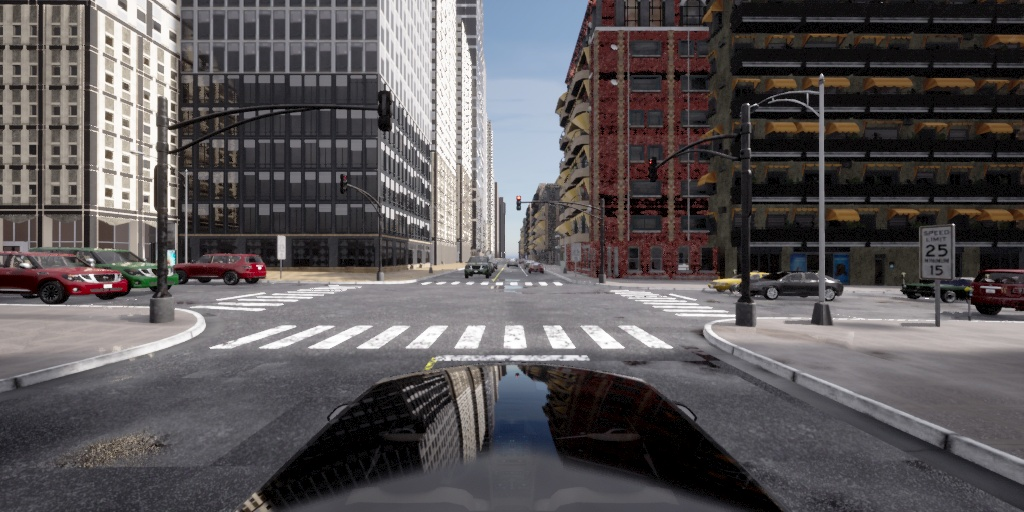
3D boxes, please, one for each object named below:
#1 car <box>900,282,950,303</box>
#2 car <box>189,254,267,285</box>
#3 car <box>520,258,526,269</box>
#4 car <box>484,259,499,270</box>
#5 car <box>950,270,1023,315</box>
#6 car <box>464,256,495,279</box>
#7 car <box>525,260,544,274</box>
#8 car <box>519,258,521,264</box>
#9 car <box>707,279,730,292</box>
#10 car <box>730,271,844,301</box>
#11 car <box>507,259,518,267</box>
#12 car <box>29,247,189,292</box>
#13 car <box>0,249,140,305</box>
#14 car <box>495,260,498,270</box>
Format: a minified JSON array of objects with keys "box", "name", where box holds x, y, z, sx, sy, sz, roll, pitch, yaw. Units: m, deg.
[{"box":[24.213,1.827,19.451,4.718,1.301,1.895,1,0,-1],"name":"car"},{"box":[-17.701,0.776,21.695,5.009,1.841,2.192,0,0,0],"name":"car"},{"box":[2.715,1.317,54.582,2.007,1.370,4.403,0,0,0],"name":"car"},{"box":[-3.064,1.244,53.915,1.882,1.535,5.008,0,0,0],"name":"car"},{"box":[20.604,1.461,13.663,5.009,1.841,2.192,0,0,0],"name":"car"},{"box":[-3.085,0.977,33.569,2.150,2.045,5.566,0,0,0],"name":"car"},{"box":[2.759,1.341,41.665,1.802,1.307,4.207,0,0,0],"name":"car"},{"box":[2.718,1.321,60.230,2.007,1.370,4.403,0,0,0],"name":"car"},{"box":[14.639,1.587,21.962,4.829,1.417,1.751,0,0,0],"name":"car"},{"box":[14.922,1.562,19.344,4.892,1.490,1.837,1,0,2],"name":"car"},{"box":[0.124,1.338,65.065,1.994,1.385,4.181,0,0,0],"name":"car"},{"box":[-18.244,0.658,15.904,5.566,2.045,2.150,1,0,-1],"name":"car"},{"box":[-17.570,0.757,13.315,5.009,1.841,2.192,0,0,0],"name":"car"},{"box":[-3.074,1.286,43.642,1.812,1.442,4.674,0,0,0],"name":"car"}]
